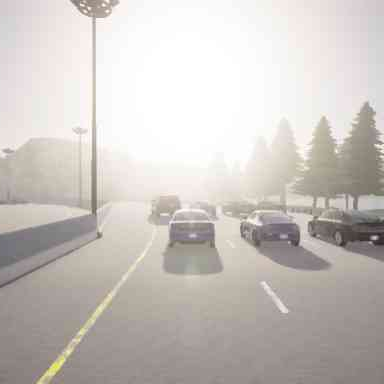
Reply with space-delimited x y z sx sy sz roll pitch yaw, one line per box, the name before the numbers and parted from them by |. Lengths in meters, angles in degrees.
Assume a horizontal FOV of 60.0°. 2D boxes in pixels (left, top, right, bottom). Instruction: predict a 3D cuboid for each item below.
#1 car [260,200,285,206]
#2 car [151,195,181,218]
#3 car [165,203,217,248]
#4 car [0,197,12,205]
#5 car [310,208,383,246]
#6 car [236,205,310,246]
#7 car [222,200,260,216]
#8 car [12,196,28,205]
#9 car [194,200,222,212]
car | 7.756 1.531 33.321 1.812 1.442 4.674 0 0 -14
car | -2.431 1.255 30.778 2.150 2.045 5.566 0 0 -14
car | -0.083 1.482 14.888 1.882 1.535 5.008 0 0 -3
car | -34.163 1.600 58.554 5.357 1.411 2.033 0 0 44
car | 6.910 1.514 15.207 1.837 1.490 4.892 0 0 -3
car | 3.414 1.530 15.048 1.812 1.442 4.674 0 0 -3
car | 4.363 1.493 32.464 2.128 1.511 4.902 0 0 -14
car | -31.740 1.558 61.079 4.892 1.490 1.837 0 0 44
car | 0.969 1.530 31.606 1.812 1.442 4.674 0 0 -14
